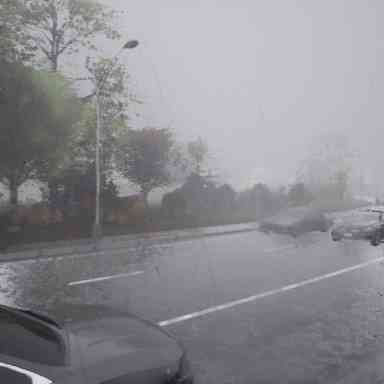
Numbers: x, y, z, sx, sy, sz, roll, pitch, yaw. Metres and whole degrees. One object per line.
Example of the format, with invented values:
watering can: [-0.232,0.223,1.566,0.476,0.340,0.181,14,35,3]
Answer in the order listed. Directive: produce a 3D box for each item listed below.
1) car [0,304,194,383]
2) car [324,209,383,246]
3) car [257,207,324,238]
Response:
car: [-2.235,1.514,2.265,4.892,1.490,1.837,0,0,-35]
car: [8.188,1.522,15.371,4.674,1.442,1.812,0,0,-43]
car: [5.793,1.550,17.866,5.357,1.411,2.033,0,0,-42]
